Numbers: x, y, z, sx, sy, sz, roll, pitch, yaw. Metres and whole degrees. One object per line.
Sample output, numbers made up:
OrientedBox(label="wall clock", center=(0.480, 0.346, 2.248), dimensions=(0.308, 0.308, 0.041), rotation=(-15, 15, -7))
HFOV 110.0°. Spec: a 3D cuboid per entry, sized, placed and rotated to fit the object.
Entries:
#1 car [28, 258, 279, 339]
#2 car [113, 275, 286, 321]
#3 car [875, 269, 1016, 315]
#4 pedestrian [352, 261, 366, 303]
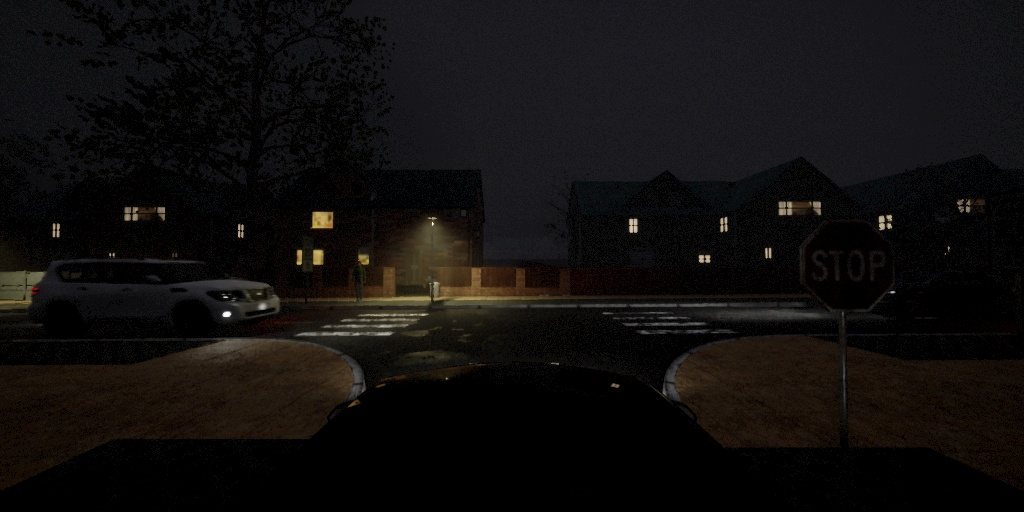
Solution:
OrientedBox(label="car", center=(-9.663, 1.074, 9.941), dimensions=(5.566, 2.045, 2.150), rotation=(-1, -1, 1))
OrientedBox(label="car", center=(-11.053, 1.468, 12.910), dimensions=(4.674, 1.442, 1.812), rotation=(-1, -1, 1))
OrientedBox(label="car", center=(14.644, 1.197, 12.602), dimensions=(4.902, 1.511, 2.128), rotation=(0, -1, 1))
OrientedBox(label="pedestrian", center=(-6.731, 1.113, 15.768), dimensions=(0.375, 1.860, 0.375), rotation=(0, -1, 1))
